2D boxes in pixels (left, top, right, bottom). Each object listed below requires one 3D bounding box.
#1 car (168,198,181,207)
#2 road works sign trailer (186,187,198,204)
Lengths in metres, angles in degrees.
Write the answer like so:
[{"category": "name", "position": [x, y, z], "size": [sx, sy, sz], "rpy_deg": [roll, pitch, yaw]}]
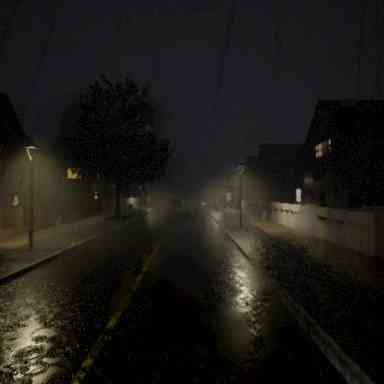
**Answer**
[{"category": "car", "position": [-2.842, 1.784, 55.533], "size": [2.033, 1.411, 5.357], "rpy_deg": [0, 0, 1]}, {"category": "road works sign trailer", "position": [0.009, 0.784, 72.244], "size": [2.380, 3.560, 2.880], "rpy_deg": [2, -3, 0]}]
